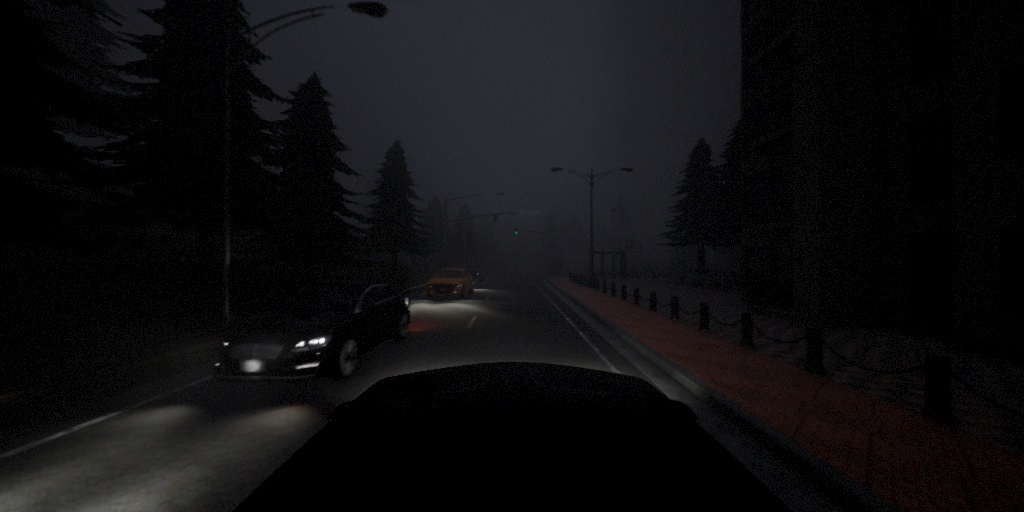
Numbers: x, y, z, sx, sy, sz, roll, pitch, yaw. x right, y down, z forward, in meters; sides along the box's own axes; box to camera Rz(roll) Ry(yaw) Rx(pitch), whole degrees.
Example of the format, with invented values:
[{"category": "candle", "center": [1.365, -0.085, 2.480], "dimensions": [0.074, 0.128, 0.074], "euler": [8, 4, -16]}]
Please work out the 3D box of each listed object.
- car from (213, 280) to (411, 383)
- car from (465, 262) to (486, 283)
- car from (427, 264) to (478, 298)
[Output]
[{"category": "car", "center": [-3.544, 1.282, 7.407], "dimensions": [2.128, 1.511, 4.902], "euler": [0, -1, 1]}, {"category": "car", "center": [-3.097, 1.218, 28.380], "dimensions": [2.033, 1.411, 5.357], "euler": [0, -1, 1]}, {"category": "car", "center": [-3.314, 1.408, 19.939], "dimensions": [1.882, 1.535, 5.008], "euler": [0, -1, 1]}]
